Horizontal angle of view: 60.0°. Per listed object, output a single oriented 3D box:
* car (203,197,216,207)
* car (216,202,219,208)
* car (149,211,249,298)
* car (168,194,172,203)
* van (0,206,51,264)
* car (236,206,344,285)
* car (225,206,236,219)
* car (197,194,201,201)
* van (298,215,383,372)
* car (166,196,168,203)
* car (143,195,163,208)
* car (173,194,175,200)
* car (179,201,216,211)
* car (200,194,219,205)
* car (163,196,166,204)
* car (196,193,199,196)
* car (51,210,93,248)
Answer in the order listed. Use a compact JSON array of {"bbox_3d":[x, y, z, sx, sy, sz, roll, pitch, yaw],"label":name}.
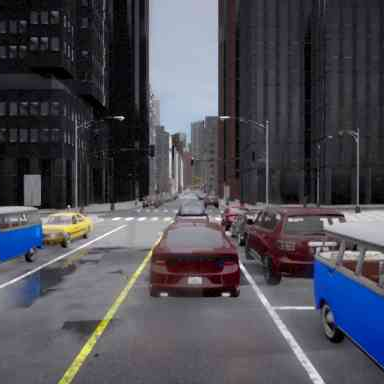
[{"bbox_3d":[2.728,1.581,53.135,1.947,1.339,4.313,0,0,0],"label":"car"},{"bbox_3d":[2.748,1.543,20.451,1.887,1.381,4.507,0,0,0],"label":"car"},{"bbox_3d":[0.062,1.476,8.589,1.882,1.535,5.008,0,0,0],"label":"car"},{"bbox_3d":[-5.807,1.604,70.069,1.947,1.339,4.313,0,0,0],"label":"car"},{"bbox_3d":[-5.774,1.339,9.407,1.690,1.788,3.998,0,0,0],"label":"van"},{"bbox_3d":[2.756,1.313,9.400,2.192,1.841,5.009,0,0,0],"label":"car"},{"bbox_3d":[2.752,1.549,14.925,2.008,1.369,4.403,0,0,0],"label":"car"},{"bbox_3d":[2.708,1.620,86.998,1.887,1.381,4.507,0,0,0],"label":"car"},{"bbox_3d":[2.760,1.340,3.874,1.690,1.788,3.998,0,0,0],"label":"van"},{"bbox_3d":[-5.800,1.587,58.782,1.947,1.339,4.313,0,0,0],"label":"car"},{"bbox_3d":[-5.795,1.326,47.496,2.192,1.841,5.009,0,0,0],"label":"car"},{"bbox_3d":[-5.814,1.607,81.356,1.887,1.381,4.507,0,0,0],"label":"car"},{"bbox_3d":[-0.009,1.490,18.998,2.128,1.511,4.902,0,0,0],"label":"car"},{"bbox_3d":[2.730,1.326,47.492,2.192,1.841,5.009,0,0,0],"label":"car"},{"bbox_3d":[-5.798,1.330,53.140,2.192,1.841,5.009,0,0,0],"label":"car"},{"bbox_3d":[2.705,1.654,92.643,1.947,1.339,4.313,0,0,0],"label":"car"},{"bbox_3d":[-5.775,1.523,14.762,1.752,1.417,4.829,0,0,0],"label":"car"}]
